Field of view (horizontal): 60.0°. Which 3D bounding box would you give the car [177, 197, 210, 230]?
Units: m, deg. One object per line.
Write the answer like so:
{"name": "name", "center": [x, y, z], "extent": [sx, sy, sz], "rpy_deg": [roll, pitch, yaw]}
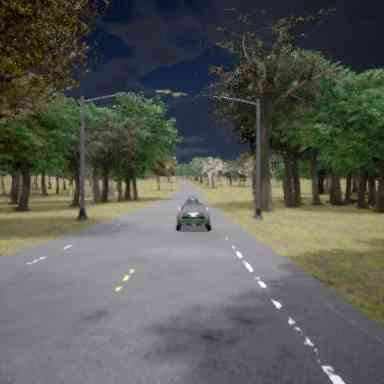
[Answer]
{"name": "car", "center": [0.093, 1.447, 22.221], "extent": [2.097, 1.767, 4.553], "rpy_deg": [0, 0, 0]}

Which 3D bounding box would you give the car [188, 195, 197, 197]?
{"name": "car", "center": [0.086, 1.298, 54.481], "extent": [2.097, 1.767, 4.553], "rpy_deg": [0, 0, 0]}
